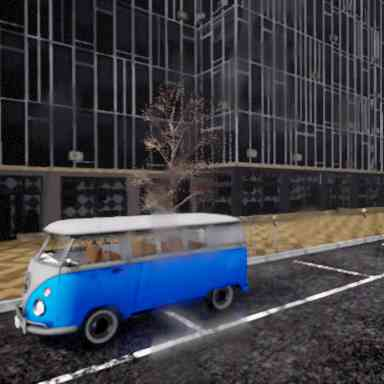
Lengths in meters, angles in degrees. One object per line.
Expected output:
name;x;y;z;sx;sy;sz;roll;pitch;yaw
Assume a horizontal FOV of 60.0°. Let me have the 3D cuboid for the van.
van;-0.802;1.321;5.991;3.998;1.788;1.690;-1;0;-36
